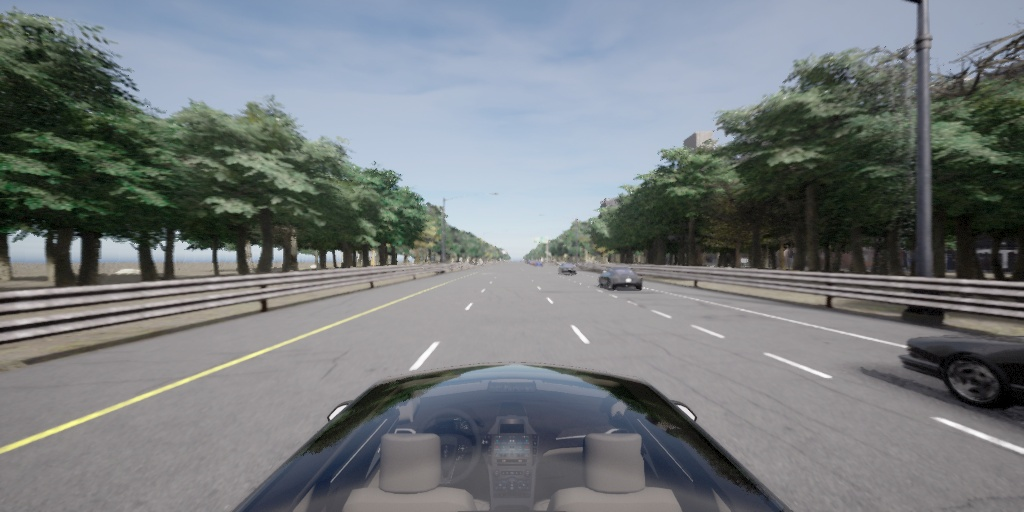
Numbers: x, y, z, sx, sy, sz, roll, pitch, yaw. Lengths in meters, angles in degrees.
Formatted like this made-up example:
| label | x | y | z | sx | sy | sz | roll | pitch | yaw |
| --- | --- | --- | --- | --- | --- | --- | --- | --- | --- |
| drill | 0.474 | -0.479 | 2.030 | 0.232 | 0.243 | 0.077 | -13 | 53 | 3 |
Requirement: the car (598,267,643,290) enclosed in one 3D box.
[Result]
| label | x | y | z | sx | sy | sz | roll | pitch | yaw |
| --- | --- | --- | --- | --- | --- | --- | --- | --- | --- |
| car | 7.022 | 1.433 | 23.617 | 1.994 | 1.385 | 4.181 | 0 | 0 | 0 |

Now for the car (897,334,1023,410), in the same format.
| label | x | y | z | sx | sy | sz | roll | pitch | yaw |
| --- | --- | --- | --- | --- | --- | --- | --- | --- | --- |
| car | 6.999 | 1.304 | 3.112 | 2.033 | 1.411 | 5.357 | 0 | 0 | 0 |

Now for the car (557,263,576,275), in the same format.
| label | x | y | z | sx | sy | sz | roll | pitch | yaw |
| --- | --- | --- | --- | --- | --- | --- | --- | --- | --- |
| car | 7.099 | 1.655 | 46.548 | 2.033 | 1.411 | 5.357 | 0 | -1 | 0 |
